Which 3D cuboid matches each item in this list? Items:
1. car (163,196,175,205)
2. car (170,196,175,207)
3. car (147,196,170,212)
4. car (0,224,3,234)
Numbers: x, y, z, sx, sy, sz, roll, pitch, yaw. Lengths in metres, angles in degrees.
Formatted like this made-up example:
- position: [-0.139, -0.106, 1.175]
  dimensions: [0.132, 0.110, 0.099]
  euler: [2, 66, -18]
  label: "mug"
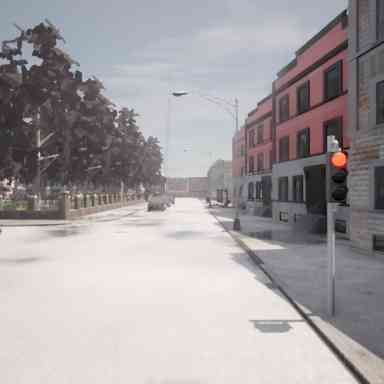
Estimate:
- position: [-4.050, 1.504, 59.662]
  dimensions: [1.837, 1.490, 4.892]
  euler: [0, 0, 0]
  label: "car"
- position: [-4.083, 1.547, 49.263]
  dimensions: [2.033, 1.411, 5.357]
  euler: [0, 0, 0]
  label: "car"
- position: [-4.087, 1.477, 39.363]
  dimensions: [1.882, 1.535, 5.008]
  euler: [0, 0, 0]
  label: "car"
- position: [-11.770, 1.547, 15.301]
  dimensions: [5.357, 1.411, 2.033]
  euler: [0, 0, 1]
  label: "car"
